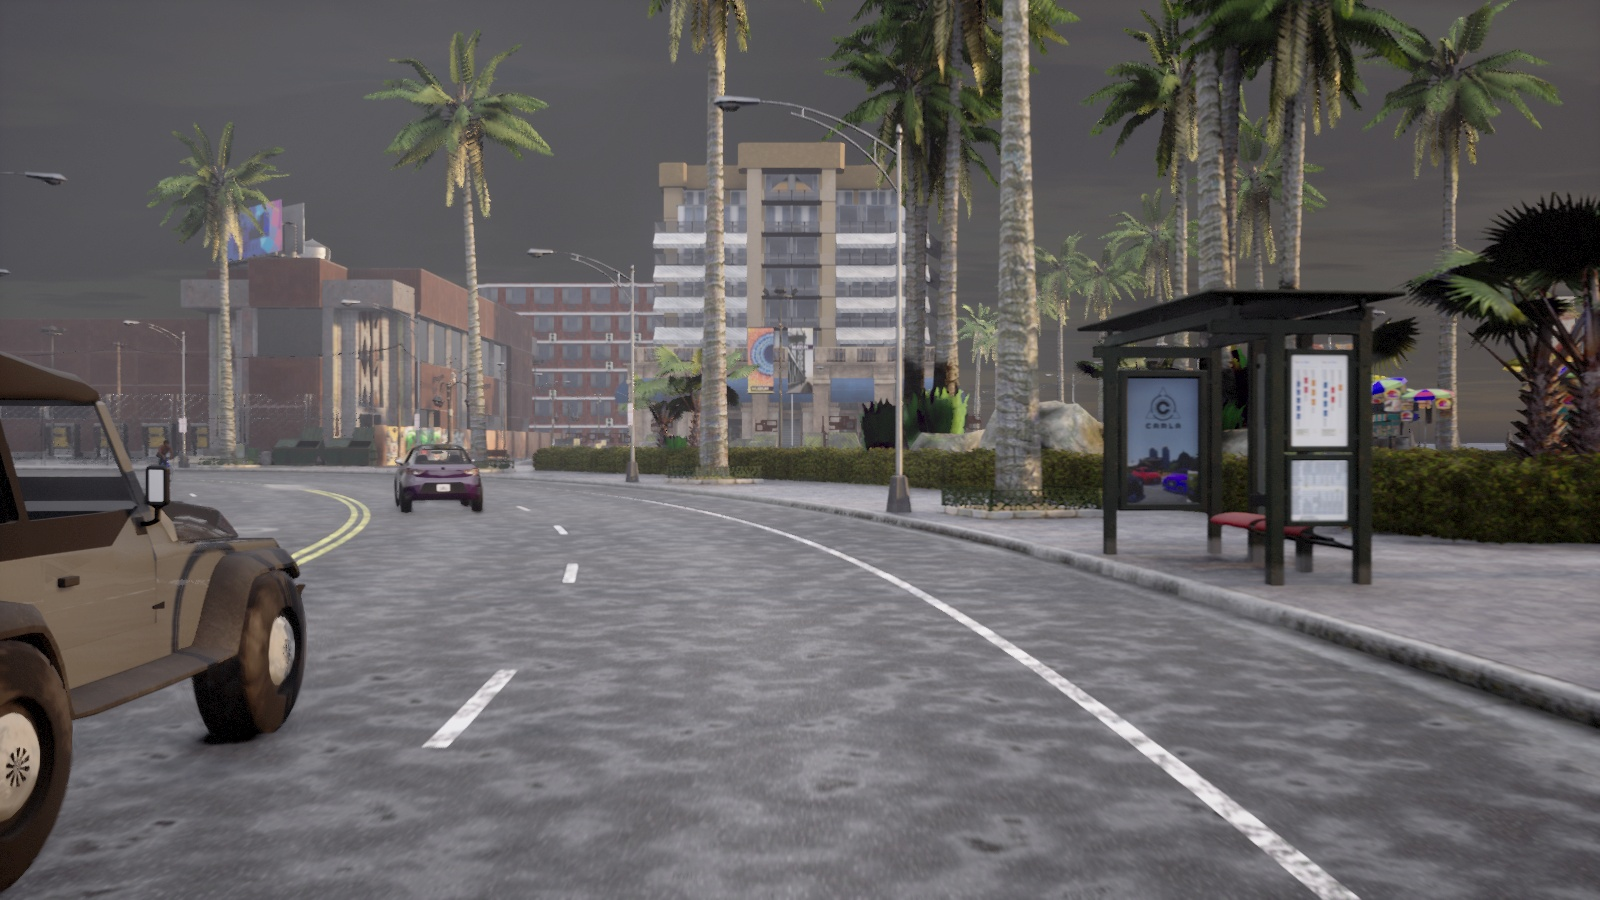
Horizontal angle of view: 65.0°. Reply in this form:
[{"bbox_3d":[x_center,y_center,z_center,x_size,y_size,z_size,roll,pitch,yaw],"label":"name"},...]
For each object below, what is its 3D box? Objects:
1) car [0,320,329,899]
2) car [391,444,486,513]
[{"bbox_3d":[-3.566,0.511,5.141,1.905,1.878,3.866,0,0,-1],"label":"car"},{"bbox_3d":[-8.374,0.591,28.860,1.816,1.474,4.193,0,0,-20],"label":"car"}]
